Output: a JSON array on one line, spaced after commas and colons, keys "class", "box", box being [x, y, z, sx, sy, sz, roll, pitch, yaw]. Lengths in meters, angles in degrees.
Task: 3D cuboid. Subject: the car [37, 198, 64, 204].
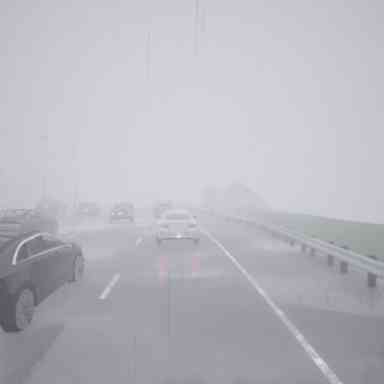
[{"class": "car", "box": [-13.448, 1.397, 31.732, 2.097, 1.767, 4.553, 0, 0, -10]}]

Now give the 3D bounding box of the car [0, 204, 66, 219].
[{"class": "car", "box": [-7.705, 1.516, 15.274, 2.128, 1.511, 4.902, 0, 0, -5]}]

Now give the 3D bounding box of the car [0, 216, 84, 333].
[{"class": "car", "box": [-3.654, 1.503, 6.734, 2.128, 1.511, 4.902, 0, 0, -2]}]

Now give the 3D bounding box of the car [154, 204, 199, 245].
[{"class": "car", "box": [-0.715, 1.536, 15.658, 1.812, 1.442, 4.674, 0, 0, -5]}]

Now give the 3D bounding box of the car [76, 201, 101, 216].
[{"class": "car", "box": [-10.045, 1.603, 32.554, 1.994, 1.385, 4.181, 0, 0, -10]}]

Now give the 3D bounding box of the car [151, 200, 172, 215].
[{"class": "car", "box": [-2.803, 1.515, 31.845, 2.128, 1.511, 4.902, 0, 0, -9]}]

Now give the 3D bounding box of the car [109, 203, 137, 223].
[{"class": "car", "box": [-5.414, 1.573, 26.196, 2.033, 1.411, 5.357, 0, 0, -8]}]
